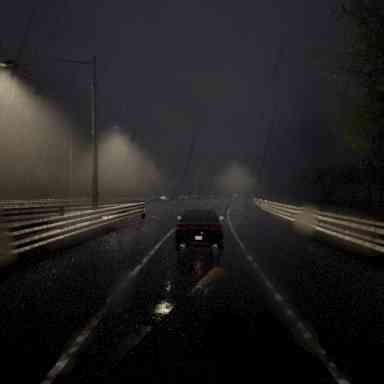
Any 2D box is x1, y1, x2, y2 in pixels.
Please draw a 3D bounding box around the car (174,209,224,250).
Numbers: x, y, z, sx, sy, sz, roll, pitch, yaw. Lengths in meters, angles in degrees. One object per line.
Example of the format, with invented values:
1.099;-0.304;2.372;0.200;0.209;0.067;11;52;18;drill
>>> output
0.352;1.480;14.308;1.882;1.535;5.008;0;0;3;car
